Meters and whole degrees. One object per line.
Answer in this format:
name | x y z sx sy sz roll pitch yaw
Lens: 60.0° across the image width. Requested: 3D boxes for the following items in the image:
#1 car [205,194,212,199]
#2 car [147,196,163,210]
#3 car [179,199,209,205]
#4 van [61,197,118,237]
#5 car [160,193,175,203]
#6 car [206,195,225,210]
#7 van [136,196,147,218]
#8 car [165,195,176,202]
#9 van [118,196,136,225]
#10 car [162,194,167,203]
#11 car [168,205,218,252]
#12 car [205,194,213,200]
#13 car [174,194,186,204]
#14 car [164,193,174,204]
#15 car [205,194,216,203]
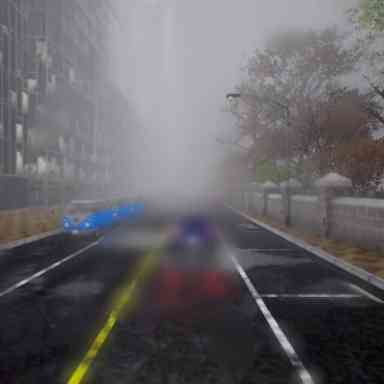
car | 3.105 1.374 45.488 1.947 1.339 4.313 0 0 1
car | -5.027 1.396 39.708 1.947 1.339 4.313 0 0 1
car | 0.159 1.484 27.244 1.895 1.301 4.718 0 0 1
van | -5.287 1.266 17.190 1.690 1.788 3.998 0 0 0
car | -4.519 1.053 62.224 2.192 1.841 5.009 0 0 2
car | 3.002 1.376 39.843 1.887 1.381 4.507 0 0 1
van | -5.190 1.218 28.454 1.690 1.788 3.998 0 0 1
car | -4.353 1.266 67.858 2.008 1.369 4.403 0 0 2
van | -5.244 1.242 22.825 1.690 1.788 3.998 0 0 0
car | -4.925 1.358 45.344 2.008 1.369 4.403 0 0 1
car | 0.066 1.466 13.552 1.812 1.442 4.674 0 0 1
car | 4.251 1.161 83.274 1.837 1.490 4.892 0 0 2
car | -2.137 1.110 57.429 2.097 1.767 4.553 0 0 2
car | -4.671 1.312 56.597 2.008 1.369 4.403 0 0 1
car | 3.515 1.179 62.424 1.967 1.590 4.097 0 0 2
